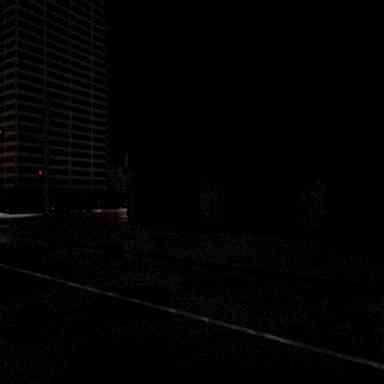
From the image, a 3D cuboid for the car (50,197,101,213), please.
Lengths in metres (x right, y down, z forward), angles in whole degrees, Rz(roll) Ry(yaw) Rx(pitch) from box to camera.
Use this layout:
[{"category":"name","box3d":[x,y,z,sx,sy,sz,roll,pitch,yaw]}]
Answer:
[{"category":"car","box3d":[-12.779,1.449,35.916,2.128,1.511,4.902,0,0,35]}]

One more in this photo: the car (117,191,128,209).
[{"category":"car","box3d":[-6.814,1.179,44.396,2.150,2.045,5.566,0,0,36]}]

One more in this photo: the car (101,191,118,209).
[{"category":"car","box3d":[-10.962,1.174,44.589,2.150,2.045,5.566,0,0,35]}]

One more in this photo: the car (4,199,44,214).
[{"category":"car","box3d":[-17.090,1.500,35.867,2.033,1.411,5.357,0,0,35]}]
